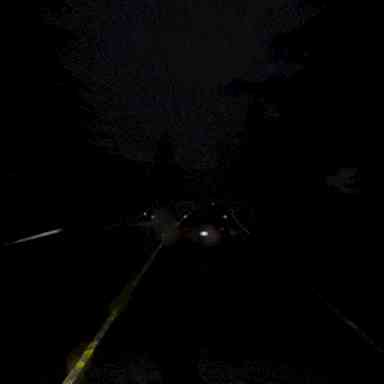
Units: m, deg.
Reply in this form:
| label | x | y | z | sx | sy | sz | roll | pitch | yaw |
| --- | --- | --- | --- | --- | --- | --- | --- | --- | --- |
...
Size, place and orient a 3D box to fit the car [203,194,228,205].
| label | x | y | z | sx | sy | sz | roll | pitch | yaw |
| --- | --- | --- | --- | --- | --- | --- | --- | --- | --- |
| car | 2.246 | 1.159 | 33.183 | 2.097 | 1.767 | 4.553 | 0 | 0 | 7 |

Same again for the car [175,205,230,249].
| label | x | y | z | sx | sy | sz | roll | pitch | yaw |
| --- | --- | --- | --- | --- | --- | --- | --- | --- | --- |
| car | 0.560 | 1.481 | 14.138 | 1.994 | 1.385 | 4.181 | 0 | 0 | 3 |

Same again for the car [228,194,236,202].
| label | x | y | z | sx | sy | sz | roll | pitch | yaw |
| --- | --- | --- | --- | --- | --- | --- | --- | --- | --- |
| car | 6.954 | 1.100 | 65.506 | 1.882 | 1.535 | 5.008 | 0 | 0 | 30 |

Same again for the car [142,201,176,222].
| label | x | y | z | sx | sy | sz | roll | pitch | yaw |
| --- | --- | --- | --- | --- | --- | --- | --- | --- | --- |
| car | -2.342 | 1.396 | 25.373 | 2.033 | 1.411 | 5.357 | 0 | 0 | 5 |
